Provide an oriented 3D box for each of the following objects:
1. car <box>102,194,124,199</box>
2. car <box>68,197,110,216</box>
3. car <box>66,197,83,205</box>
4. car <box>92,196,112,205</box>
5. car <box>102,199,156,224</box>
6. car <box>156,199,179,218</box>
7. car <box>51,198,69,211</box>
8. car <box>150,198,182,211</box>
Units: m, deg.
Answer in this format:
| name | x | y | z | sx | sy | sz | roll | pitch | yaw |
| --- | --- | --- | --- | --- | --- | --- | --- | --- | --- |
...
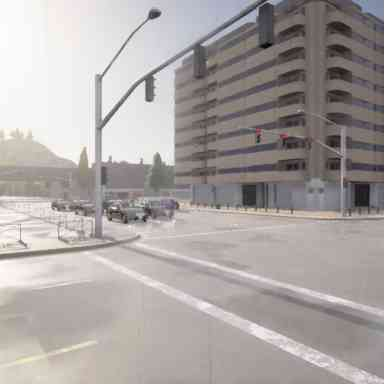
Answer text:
| name | x | y | z | sx | sy | sz | roll | pitch | yaw |
| --- | --- | --- | --- | --- | --- | --- | --- | --- | --- |
| car | -9.127 | 1.277 | 37.528 | 2.150 | 2.045 | 5.566 | 0 | 0 | -35 |
| car | -10.341 | 1.547 | 33.186 | 2.128 | 1.511 | 4.902 | 0 | 0 | -35 |
| car | -22.039 | 1.619 | 62.167 | 1.994 | 1.385 | 4.181 | 0 | 0 | -35 |
| car | -16.329 | 1.533 | 60.160 | 1.882 | 1.535 | 5.008 | 0 | 0 | -35 |
| car | -5.094 | 1.547 | 25.773 | 2.128 | 1.511 | 4.902 | 0 | 0 | -35 |
| car | -3.427 | 1.547 | 29.477 | 2.128 | 1.511 | 4.902 | 0 | 0 | -35 |
| car | -16.146 | 1.547 | 41.402 | 2.128 | 1.511 | 4.902 | 0 | 0 | -35 |
| car | -3.329 | 1.581 | 41.771 | 1.812 | 1.442 | 4.674 | 0 | 0 | -35 |
